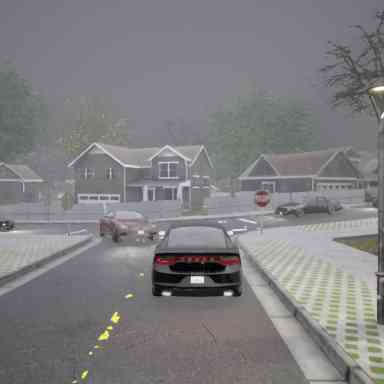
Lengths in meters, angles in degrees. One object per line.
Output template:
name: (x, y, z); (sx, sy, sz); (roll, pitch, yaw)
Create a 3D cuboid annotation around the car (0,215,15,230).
car: (-14.516, 2.100, 23.281); (4.181, 1.385, 1.994); (-2, 0, 22)

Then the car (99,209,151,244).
car: (-3.257, 1.563, 16.284); (1.812, 1.442, 4.674); (2, -3, -28)

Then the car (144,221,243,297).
car: (0.109, 1.474, 8.629); (1.882, 1.535, 5.008); (0, 0, 0)

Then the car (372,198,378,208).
car: (18.061, 0.677, 29.531); (4.181, 1.385, 1.994); (-2, 2, -25)

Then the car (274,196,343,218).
car: (8.946, 1.060, 25.360); (5.357, 1.411, 2.033); (-3, 2, -23)
